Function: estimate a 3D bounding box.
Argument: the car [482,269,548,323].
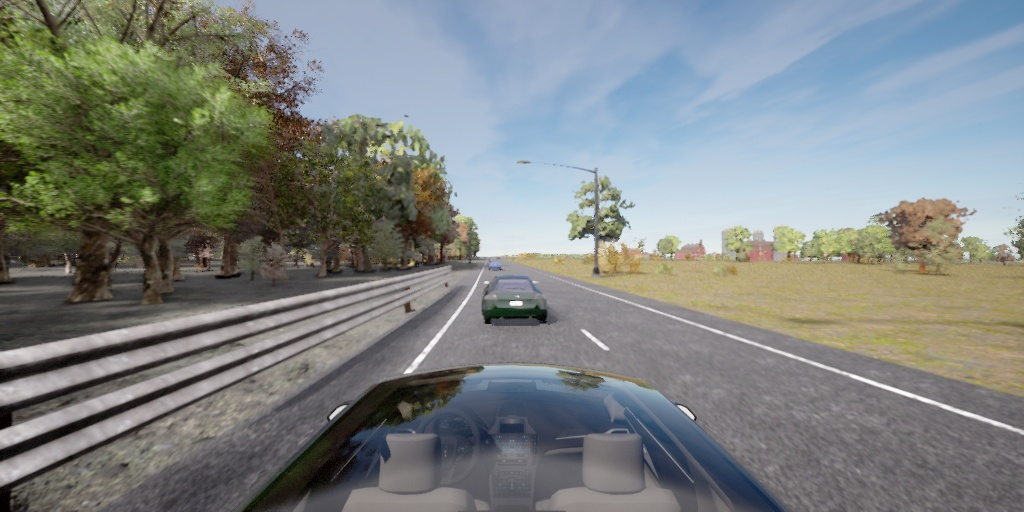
[{"bbox_3d":[-0.001,1.326,12.225,1.994,1.385,4.181,0,0,-4],"label":"car"}]

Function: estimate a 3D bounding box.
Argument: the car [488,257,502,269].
[{"bbox_3d":[-2.509,1.325,52.941,2.033,1.411,5.357,0,0,-4],"label":"car"}]
